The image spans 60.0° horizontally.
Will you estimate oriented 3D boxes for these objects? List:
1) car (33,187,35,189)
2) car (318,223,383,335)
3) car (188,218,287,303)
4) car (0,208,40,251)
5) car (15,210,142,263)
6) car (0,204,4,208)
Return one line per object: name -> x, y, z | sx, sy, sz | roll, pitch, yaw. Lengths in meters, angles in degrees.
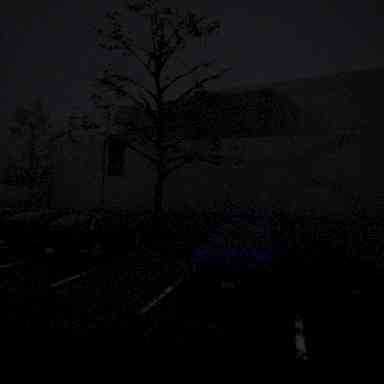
car -> -39.292, -0.683, 84.543 | 4.674, 1.452, 2.002 | 2, 5, 38
car -> 3.750, 1.479, 6.809 | 2.097, 1.535, 5.008 | 1, -1, 16
car -> 1.340, 1.478, 8.532 | 2.097, 1.535, 5.008 | 1, -1, 16
car -> -5.835, 1.490, 13.750 | 2.231, 1.521, 4.892 | 0, -1, 17
car -> -3.459, 1.484, 11.987 | 2.231, 1.521, 4.892 | 0, -1, 17
car -> -8.194, 1.498, 15.532 | 2.231, 1.521, 4.892 | 0, -1, 18
